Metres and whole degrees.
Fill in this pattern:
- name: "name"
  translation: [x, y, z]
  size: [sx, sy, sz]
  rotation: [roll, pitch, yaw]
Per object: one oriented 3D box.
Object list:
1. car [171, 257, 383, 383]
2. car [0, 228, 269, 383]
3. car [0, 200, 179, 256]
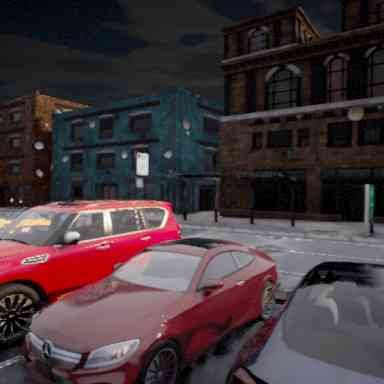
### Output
- name: "car"
  translation: [2.141, 1.511, 3.655]
  size: [2.163, 1.488, 4.792]
  rotation: [0, 0, 35]
- name: "car"
  translation: [-0.143, 1.523, 5.251]
  size: [2.002, 1.452, 4.674]
  rotation: [0, 0, 35]
- name: "car"
  translation: [-2.427, 1.228, 6.841]
  size: [2.435, 2.045, 5.566]
  rotation: [0, 0, 35]
